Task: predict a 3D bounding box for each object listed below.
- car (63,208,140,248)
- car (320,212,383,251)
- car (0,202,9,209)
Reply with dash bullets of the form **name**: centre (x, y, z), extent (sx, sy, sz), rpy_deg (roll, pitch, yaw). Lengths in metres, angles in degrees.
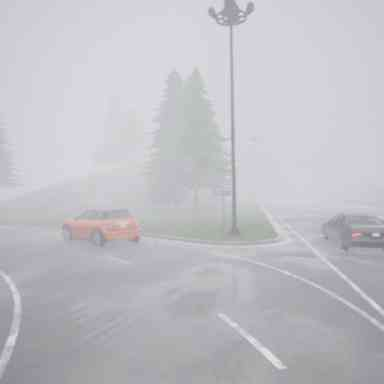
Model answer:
- **car**: centre (-4.550, 1.562, 16.340), extent (2.097, 1.767, 4.553), rpy_deg (0, -1, -45)
- **car**: centre (6.860, 1.565, 14.067), extent (2.033, 1.411, 5.357), rpy_deg (-1, 0, 10)
- **car**: centre (-38.399, 2.665, 65.739), extent (2.128, 1.511, 4.902), rpy_deg (-1, 0, 11)
